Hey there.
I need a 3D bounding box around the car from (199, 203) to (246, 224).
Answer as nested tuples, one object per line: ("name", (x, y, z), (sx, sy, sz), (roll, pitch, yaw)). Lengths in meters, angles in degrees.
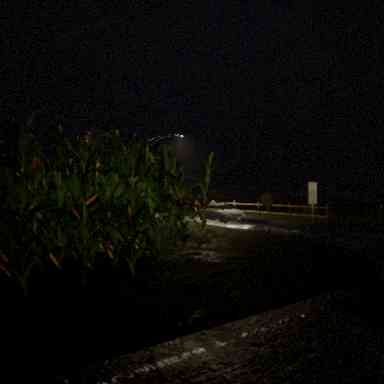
("car", (2.265, 1.633, 26.156), (1.812, 1.442, 4.674), (-1, 0, -30))
